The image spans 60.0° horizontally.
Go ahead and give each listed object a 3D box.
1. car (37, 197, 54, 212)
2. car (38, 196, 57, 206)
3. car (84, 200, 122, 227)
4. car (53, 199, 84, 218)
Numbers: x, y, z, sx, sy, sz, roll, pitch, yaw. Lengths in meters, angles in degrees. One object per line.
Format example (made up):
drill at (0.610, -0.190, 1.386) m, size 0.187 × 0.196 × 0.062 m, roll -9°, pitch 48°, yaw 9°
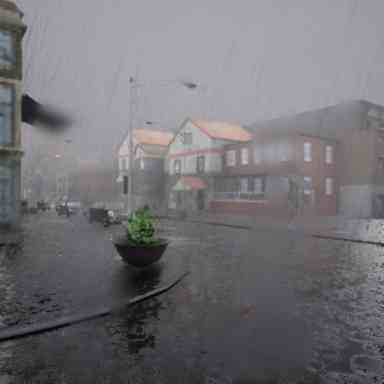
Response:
car at (-17.055, 1.538, 39.370) m, size 2.128 × 1.511 × 4.902 m, roll 0°, pitch 0°, yaw -35°
car at (-25.227, 1.560, 58.020) m, size 2.128 × 1.511 × 4.902 m, roll 0°, pitch 0°, yaw -36°
car at (-5.655, 1.399, 23.363) m, size 2.097 × 1.767 × 4.553 m, roll 0°, pitch 0°, yaw -35°
car at (-11.245, 1.573, 31.219) m, size 1.812 × 1.442 × 4.674 m, roll 0°, pitch 0°, yaw -35°
